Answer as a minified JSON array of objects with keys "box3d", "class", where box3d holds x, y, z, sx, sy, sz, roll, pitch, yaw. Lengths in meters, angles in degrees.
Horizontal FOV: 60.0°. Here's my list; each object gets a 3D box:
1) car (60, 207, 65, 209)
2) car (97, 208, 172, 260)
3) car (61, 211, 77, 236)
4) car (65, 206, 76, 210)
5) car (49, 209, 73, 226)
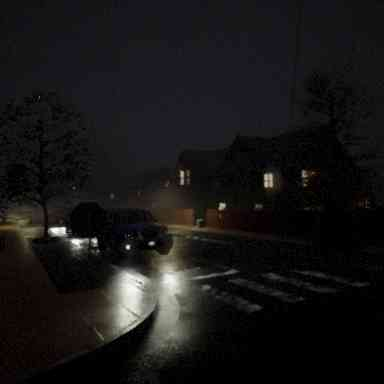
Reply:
[{"box3d":[-19.167,3.234,50.866,2.150,2.045,5.566,-1,-2,-29],"class":"car"},{"box3d":[-2.913,1.786,15.582,2.150,2.045,5.566,-1,-2,-29],"class":"car"},{"box3d":[-8.600,2.495,25.877,1.882,1.535,5.008,-1,-2,-29],"class":"car"},{"box3d":[-14.014,2.825,41.634,2.150,2.045,5.566,-1,-2,-29],"class":"car"},{"box3d":[-15.319,3.044,38.091,2.128,1.511,4.902,-1,-2,-29],"class":"car"}]
